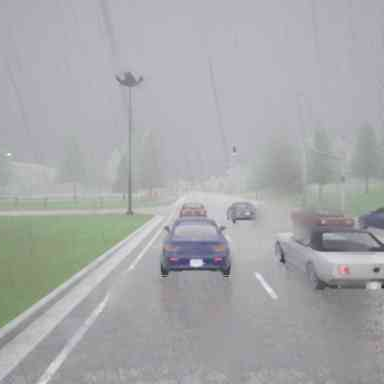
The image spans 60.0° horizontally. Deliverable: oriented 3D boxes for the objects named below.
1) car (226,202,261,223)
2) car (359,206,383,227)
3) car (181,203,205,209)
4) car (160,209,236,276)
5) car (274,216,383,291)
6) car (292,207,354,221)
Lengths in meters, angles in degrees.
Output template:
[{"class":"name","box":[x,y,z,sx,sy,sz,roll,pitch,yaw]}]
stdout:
[{"class":"car","box":[3.571,1.419,23.832,2.033,1.411,5.357,0,0,0]},{"class":"car","box":[10.579,1.432,17.362,1.812,1.442,4.674,0,0,0]},{"class":"car","box":[0.070,1.466,25.164,1.895,1.301,4.718,0,0,0]},{"class":"car","box":[0.086,1.472,10.044,1.812,1.442,4.674,0,0,0]},{"class":"car","box":[3.590,1.553,8.781,1.895,1.301,4.718,0,0,0]},{"class":"car","box":[7.078,1.500,18.599,1.895,1.301,4.718,0,0,0]}]
